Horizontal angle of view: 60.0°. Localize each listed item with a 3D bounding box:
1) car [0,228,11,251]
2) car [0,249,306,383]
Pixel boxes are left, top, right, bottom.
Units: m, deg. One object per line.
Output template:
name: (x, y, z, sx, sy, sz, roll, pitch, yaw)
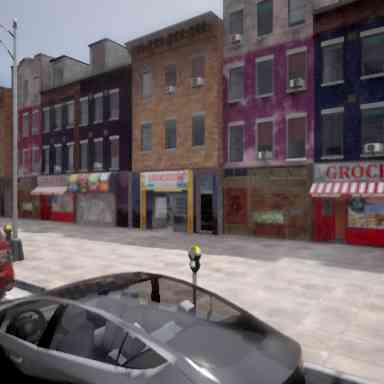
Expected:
car: (-5.633, 1.313, 6.828, 5.009, 1.841, 2.192, 0, 0, 36)
car: (-1.009, 1.563, 3.529, 4.313, 1.339, 1.947, 0, 0, 36)
